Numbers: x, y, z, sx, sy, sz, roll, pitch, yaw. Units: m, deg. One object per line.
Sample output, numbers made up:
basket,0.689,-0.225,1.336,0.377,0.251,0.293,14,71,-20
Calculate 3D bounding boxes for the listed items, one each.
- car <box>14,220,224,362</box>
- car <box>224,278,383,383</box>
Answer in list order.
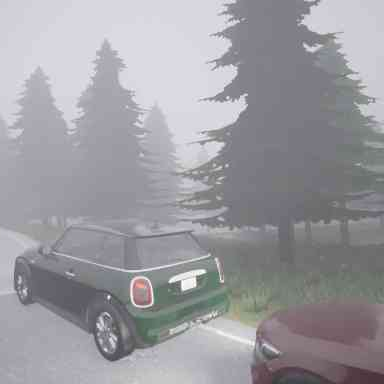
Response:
car,-1.576,1.308,6.213,4.553,1.767,2.097,1,1,44
car,2.754,1.531,2.593,4.674,1.442,1.812,1,0,36
